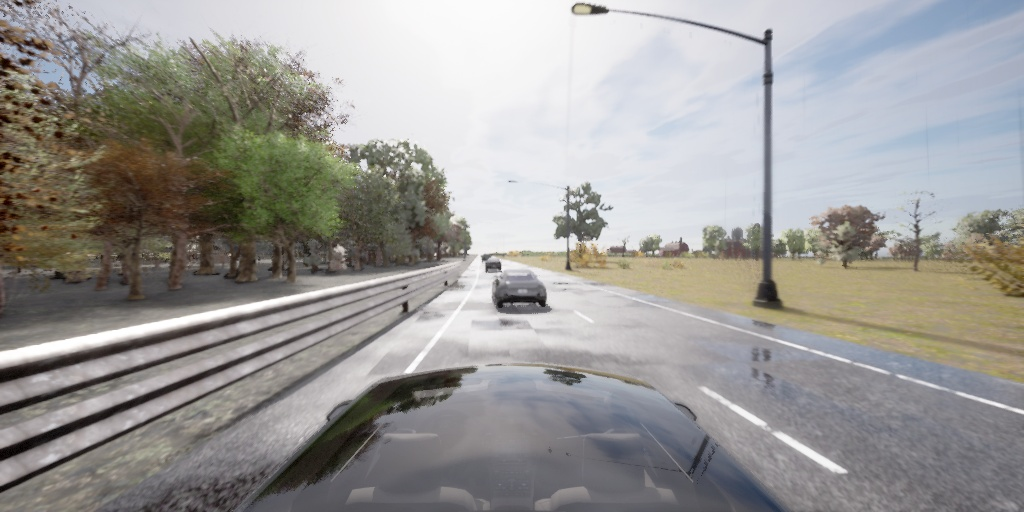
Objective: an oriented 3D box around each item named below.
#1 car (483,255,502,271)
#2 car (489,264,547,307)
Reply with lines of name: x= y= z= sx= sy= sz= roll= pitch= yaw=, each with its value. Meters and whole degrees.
car: x=-2.205 y=0.982 z=42.321 sx=1.882 sy=1.535 sz=5.008 roll=0 pitch=0 yaw=-5
car: x=0.217 y=1.233 z=15.019 sx=1.994 sy=1.385 sz=4.181 roll=0 pitch=0 yaw=-5
